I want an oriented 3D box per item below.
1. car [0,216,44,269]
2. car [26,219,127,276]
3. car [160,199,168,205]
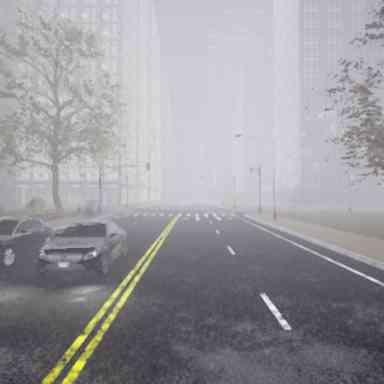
[{"bbox_3d":[-6.598,1.657,11.853,1.837,1.490,4.892,0,-1,0],"label":"car"},{"bbox_3d":[-3.349,1.667,10.988,1.812,1.442,4.674,0,-1,0],"label":"car"},{"bbox_3d":[-7.353,2.491,86.548,1.882,1.535,5.008,0,-1,-1],"label":"car"}]
